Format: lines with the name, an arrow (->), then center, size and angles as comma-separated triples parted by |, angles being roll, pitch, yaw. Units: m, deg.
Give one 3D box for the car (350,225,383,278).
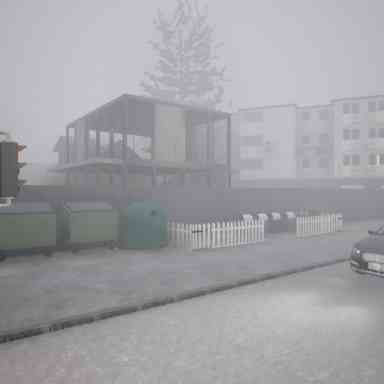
car -> 6.385, 1.496, 9.413 | 4.902, 1.511, 2.128 | -1, 2, -36
